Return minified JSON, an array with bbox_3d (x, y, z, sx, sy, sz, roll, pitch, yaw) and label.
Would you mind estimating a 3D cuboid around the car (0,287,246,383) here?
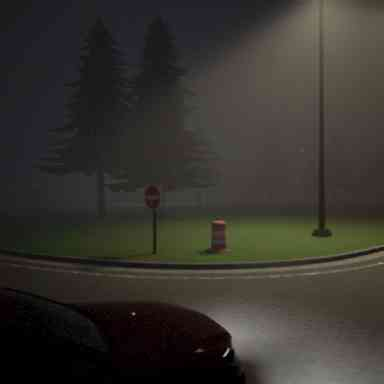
[{"bbox_3d":[-1.684,1.526,2.544,4.674,1.442,1.812,0,0,-36],"label":"car"}]
